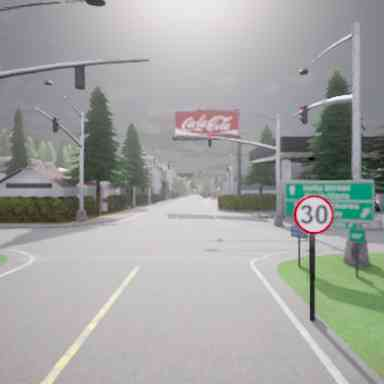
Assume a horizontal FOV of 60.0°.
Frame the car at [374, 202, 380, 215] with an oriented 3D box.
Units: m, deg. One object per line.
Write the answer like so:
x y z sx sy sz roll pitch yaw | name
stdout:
14.734 1.603 30.280 3.866 1.878 1.905 0 0 0 | car
